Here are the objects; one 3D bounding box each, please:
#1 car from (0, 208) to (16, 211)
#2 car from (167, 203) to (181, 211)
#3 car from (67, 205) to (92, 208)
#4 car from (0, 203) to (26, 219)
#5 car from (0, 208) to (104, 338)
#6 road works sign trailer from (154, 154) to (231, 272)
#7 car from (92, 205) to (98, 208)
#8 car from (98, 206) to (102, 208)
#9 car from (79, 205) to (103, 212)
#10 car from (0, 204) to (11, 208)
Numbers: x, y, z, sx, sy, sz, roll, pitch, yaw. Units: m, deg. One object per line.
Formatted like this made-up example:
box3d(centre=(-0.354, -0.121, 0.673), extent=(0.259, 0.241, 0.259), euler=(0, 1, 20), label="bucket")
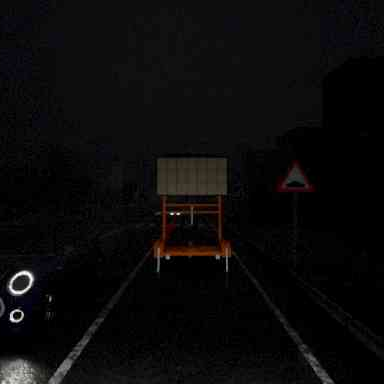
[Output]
box3d(centre=(-9.400, 1.603, 13.986), extent=(5.366, 1.575, 1.946), euler=(0, -1, 0), label="car")
box3d(centre=(-3.243, 3.340, 65.366), extent=(1.994, 1.385, 4.181), euler=(0, -2, 0), label="car")
box3d(centre=(-21.951, 3.178, 62.825), extent=(4.674, 1.452, 2.002), euler=(0, -2, 0), label="car")
box3d(centre=(-22.033, 2.174, 38.509), extent=(4.553, 1.767, 2.185), euler=(0, -2, 0), label="car")
box3d(centre=(-3.365, 1.385, 6.899), extent=(2.097, 1.767, 4.553), euler=(0, -1, 0), label="car")
box3d(centre=(0.000, 0.547, 11.076), extent=(2.380, 3.560, 2.880), euler=(0, -1, -1), label="road works sign trailer")
box3d(centre=(-21.941, 3.252, 66.100), extent=(4.892, 1.521, 2.231), euler=(0, -2, 0), label="car")
box3d(centre=(-21.946, 3.363, 69.371), extent=(5.008, 1.535, 2.097), euler=(0, -2, 0), label="car")
box3d(centre=(-21.932, 3.512, 72.517), extent=(4.674, 1.452, 2.002), euler=(0, -2, 0), label="car")
box3d(centre=(-21.967, 2.232, 35.335), extent=(4.674, 1.452, 2.002), euler=(0, -2, 0), label="car")
